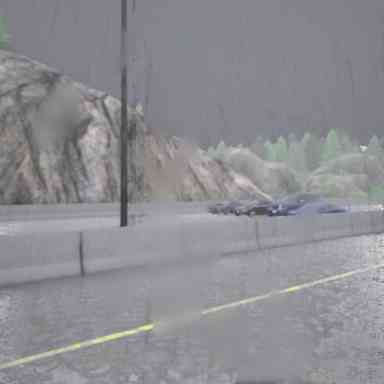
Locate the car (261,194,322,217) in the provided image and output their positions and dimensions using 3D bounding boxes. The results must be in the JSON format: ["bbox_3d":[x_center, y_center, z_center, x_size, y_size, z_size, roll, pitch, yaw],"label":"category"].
[{"bbox_3d":[8.626,1.175,27.218,5.566,2.045,2.150,0,0,-35],"label":"car"}]

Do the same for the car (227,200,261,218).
[{"bbox_3d":[5.835,1.455,29.543,4.892,1.490,1.837,0,0,-35],"label":"car"}]

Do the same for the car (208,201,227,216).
[{"bbox_3d":[3.596,1.511,32.248,4.181,1.385,1.994,0,0,-35],"label":"car"}]

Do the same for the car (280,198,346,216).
[{"bbox_3d":[8.633,1.434,22.957,5.008,1.535,1.882,0,0,-35],"label":"car"}]
